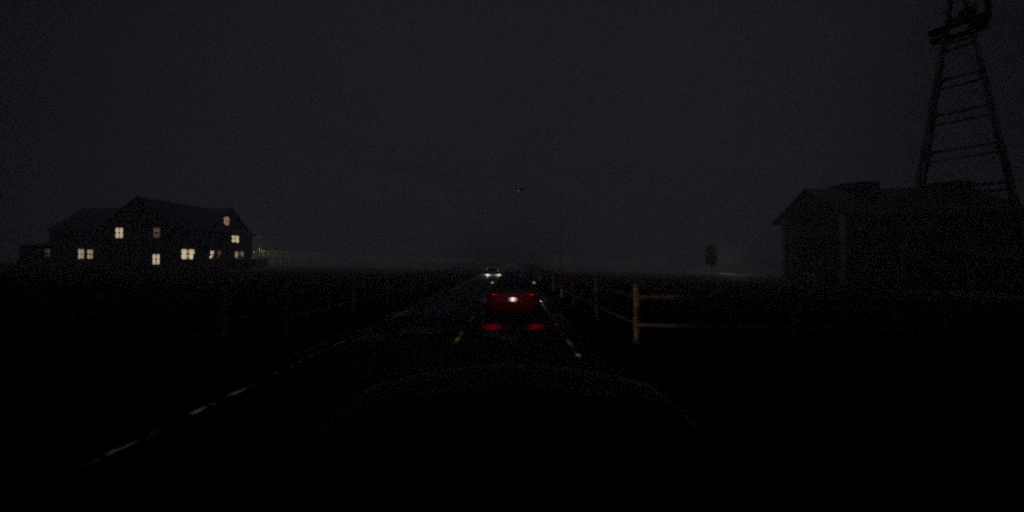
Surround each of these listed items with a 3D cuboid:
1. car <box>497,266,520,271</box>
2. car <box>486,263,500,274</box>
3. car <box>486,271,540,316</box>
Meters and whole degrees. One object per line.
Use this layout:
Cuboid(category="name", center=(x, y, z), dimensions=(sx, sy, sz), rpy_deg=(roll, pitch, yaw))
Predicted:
Cuboid(category="car", center=(0.042, 1.679, 29.331), dimensions=(1.994, 1.385, 4.181), rpy_deg=(0, -1, 1))
Cuboid(category="car", center=(-2.830, 1.808, 54.572), dimensions=(2.097, 1.767, 4.553), rpy_deg=(0, -1, 0))
Cuboid(category="car", center=(0.047, 1.481, 14.329), dimensions=(1.994, 1.385, 4.181), rpy_deg=(0, -1, 0))
